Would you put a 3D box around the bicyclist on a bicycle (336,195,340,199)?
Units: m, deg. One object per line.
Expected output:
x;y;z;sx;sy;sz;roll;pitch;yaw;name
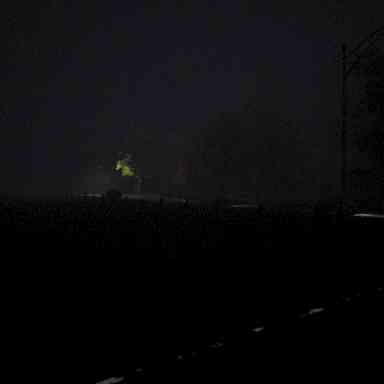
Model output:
17.024;1.163;38.731;1.656;1.620;0.582;0;1;-33;bicyclist on a bicycle

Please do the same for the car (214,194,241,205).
4.893;1.031;46.392;1.812;1.442;4.674;0;1;-33;car

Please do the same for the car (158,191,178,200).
-4.743;0.656;66.360;1.837;1.490;4.892;0;1;-33;car

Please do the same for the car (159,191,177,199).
-3.858;0.505;59.971;2.033;1.411;5.357;0;1;-33;car

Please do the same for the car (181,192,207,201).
0.661;0.800;58.178;2.128;1.511;4.902;0;1;-33;car

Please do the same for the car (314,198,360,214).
14.039;1.332;32.365;1.994;1.385;4.181;0;1;-33;car
